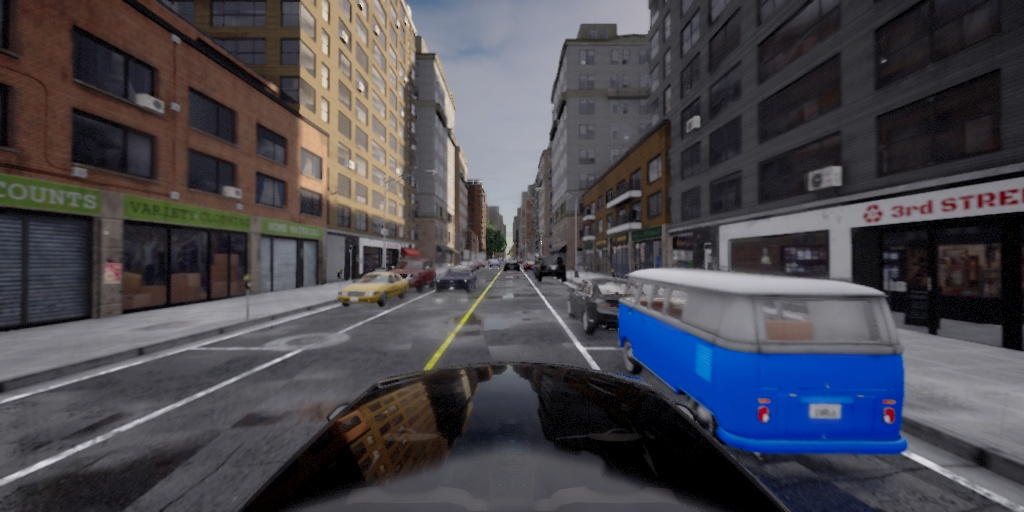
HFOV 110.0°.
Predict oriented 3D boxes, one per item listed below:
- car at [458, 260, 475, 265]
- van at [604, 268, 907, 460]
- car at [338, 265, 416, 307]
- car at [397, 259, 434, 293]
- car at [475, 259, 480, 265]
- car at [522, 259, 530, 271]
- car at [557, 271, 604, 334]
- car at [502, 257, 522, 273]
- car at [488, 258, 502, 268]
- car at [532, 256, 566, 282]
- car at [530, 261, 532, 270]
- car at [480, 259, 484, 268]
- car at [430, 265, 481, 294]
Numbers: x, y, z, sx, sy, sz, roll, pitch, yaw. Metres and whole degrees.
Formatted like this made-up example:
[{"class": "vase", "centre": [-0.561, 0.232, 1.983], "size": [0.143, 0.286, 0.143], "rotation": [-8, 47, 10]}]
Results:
[{"class": "car", "centre": [-5.857, 1.333, 43.175], "size": [1.751, 1.417, 4.829], "rotation": [0, 0, 0]}, {"class": "van", "centre": [2.675, 1.094, 4.916], "size": [1.690, 1.789, 3.998], "rotation": [0, 0, 0]}, {"class": "car", "centre": [-5.856, 1.290, 15.711], "size": [1.751, 1.417, 4.829], "rotation": [0, 0, 0]}, {"class": "car", "centre": [-5.856, 1.086, 21.374], "size": [2.192, 1.841, 5.009], "rotation": [0, 0, 0]}, {"class": "car", "centre": [-5.857, 1.370, 48.838], "size": [2.007, 1.370, 4.403], "rotation": [0, 0, 0]}, {"class": "car", "centre": [2.671, 1.364, 48.847], "size": [1.888, 1.381, 4.507], "rotation": [0, 0, 0]}, {"class": "car", "centre": [2.675, 1.309, 10.408], "size": [2.007, 1.370, 4.403], "rotation": [0, 0, 0]}, {"class": "car", "centre": [0.004, 1.269, 45.910], "size": [1.882, 1.535, 5.008], "rotation": [0, 0, 0]}, {"class": "car", "centre": [-3.031, 1.383, 64.119], "size": [1.812, 1.442, 4.674], "rotation": [0, 0, 1]}, {"class": "car", "centre": [3.107, 1.003, 29.499], "size": [2.150, 2.045, 5.566], "rotation": [0, 0, 0]}, {"class": "car", "centre": [3.140, 1.272, 36.468], "size": [1.882, 1.535, 5.008], "rotation": [0, 0, 0]}, {"class": "car", "centre": [-5.857, 1.272, 54.330], "size": [1.967, 1.591, 4.097], "rotation": [0, 0, 0]}, {"class": "car", "centre": [-3.100, 1.371, 20.676], "size": [1.895, 1.301, 4.718], "rotation": [0, 0, 0]}]
